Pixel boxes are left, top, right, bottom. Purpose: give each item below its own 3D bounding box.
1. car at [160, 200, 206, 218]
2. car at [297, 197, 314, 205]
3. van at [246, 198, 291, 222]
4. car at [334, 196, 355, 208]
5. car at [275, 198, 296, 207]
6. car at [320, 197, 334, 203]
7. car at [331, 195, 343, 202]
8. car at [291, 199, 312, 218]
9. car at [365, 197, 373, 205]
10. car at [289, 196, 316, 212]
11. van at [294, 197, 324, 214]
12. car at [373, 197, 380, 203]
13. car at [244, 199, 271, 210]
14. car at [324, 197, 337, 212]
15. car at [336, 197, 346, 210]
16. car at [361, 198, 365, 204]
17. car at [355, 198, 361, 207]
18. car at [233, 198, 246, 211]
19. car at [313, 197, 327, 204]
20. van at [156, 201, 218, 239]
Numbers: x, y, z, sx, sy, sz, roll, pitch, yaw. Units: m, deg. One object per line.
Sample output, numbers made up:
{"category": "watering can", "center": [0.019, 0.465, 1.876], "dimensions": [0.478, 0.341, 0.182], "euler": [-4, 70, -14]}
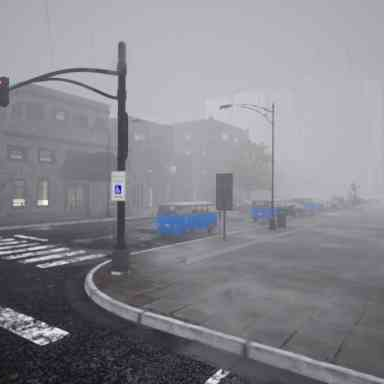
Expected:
{"category": "car", "center": [-0.728, 1.558, 31.408], "dimensions": [1.752, 1.417, 4.829], "euler": [0, 0, 35]}
{"category": "car", "center": [21.600, 1.705, 63.167], "dimensions": [1.887, 1.381, 4.507], "euler": [0, 0, 35]}
{"category": "van", "center": [6.216, 1.435, 26.713], "dimensions": [1.690, 1.788, 3.998], "euler": [0, 0, 35]}
{"category": "car", "center": [22.095, 1.497, 49.300], "dimensions": [2.192, 1.841, 5.009], "euler": [0, 0, 35]}
{"category": "car", "center": [15.248, 1.665, 54.133], "dimensions": [1.887, 1.381, 4.507], "euler": [0, 0, 35]}
{"category": "car", "center": [31.126, 1.791, 76.719], "dimensions": [1.947, 1.339, 4.313], "euler": [0, 0, 35]}
{"category": "car", "center": [37.478, 1.711, 85.753], "dimensions": [1.967, 1.590, 4.097], "euler": [0, 0, 35]}
{"category": "car", "center": [9.390, 1.655, 31.230], "dimensions": [1.887, 1.381, 4.507], "euler": [0, 0, 35]}
{"category": "car", "center": [34.796, 1.809, 67.368], "dimensions": [1.887, 1.381, 4.507], "euler": [0, 0, 35]}
{"category": "car", "center": [14.201, 1.481, 42.570], "dimensions": [2.097, 1.767, 4.553], "euler": [1, 0, 35]}
{"category": "van", "center": [12.567, 1.468, 35.747], "dimensions": [1.690, 1.788, 3.998], "euler": [0, 0, 35]}
{"category": "car", "center": [44.324, 1.899, 80.919], "dimensions": [1.947, 1.339, 4.313], "euler": [0, 0, 35]}
{"category": "car", "center": [8.897, 1.628, 45.100], "dimensions": [1.887, 1.381, 4.507], "euler": [0, 0, 35]}
{"category": "car", "center": [15.840, 1.671, 40.404], "dimensions": [1.752, 1.417, 4.829], "euler": [0, 0, 35]}
{"category": "car", "center": [18.917, 1.729, 44.781], "dimensions": [1.947, 1.339, 4.313], "euler": [0, 0, 35]}
{"category": "car", "center": [28.543, 1.747, 58.473], "dimensions": [1.752, 1.417, 4.829], "euler": [0, 0, 35]}
{"category": "car", "center": [25.271, 1.516, 53.817], "dimensions": [2.192, 1.841, 5.009], "euler": [0, 0, 35]}
{"category": "car", "center": [5.722, 1.506, 40.583], "dimensions": [1.967, 1.590, 4.097], "euler": [0, 0, 35]}
{"category": "car", "center": [27.853, 1.728, 72.062], "dimensions": [1.752, 1.417, 4.829], "euler": [0, 0, 35]}
{"category": "van", "center": [-0.136, 1.406, 17.679], "dimensions": [1.690, 1.788, 3.998], "euler": [0, 0, 35]}
